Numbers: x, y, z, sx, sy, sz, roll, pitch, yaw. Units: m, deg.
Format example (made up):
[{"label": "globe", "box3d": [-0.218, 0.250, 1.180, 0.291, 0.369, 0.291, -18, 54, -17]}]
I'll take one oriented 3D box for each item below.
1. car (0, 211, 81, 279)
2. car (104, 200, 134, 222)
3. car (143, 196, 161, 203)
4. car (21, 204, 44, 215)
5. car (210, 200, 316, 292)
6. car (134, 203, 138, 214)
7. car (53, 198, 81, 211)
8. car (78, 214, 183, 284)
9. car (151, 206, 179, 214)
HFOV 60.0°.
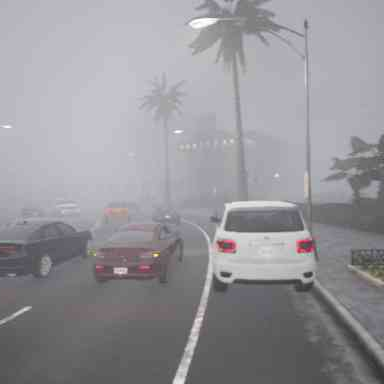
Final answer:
[{"label": "car", "box3d": [-4.817, 1.620, 10.601, 1.882, 1.535, 5.008, -1, 0, 5]}, {"label": "car", "box3d": [-6.625, 1.631, 29.267, 2.097, 1.767, 4.553, -1, 0, -16]}, {"label": "car", "box3d": [-11.719, 2.299, 92.847, 4.718, 1.301, 1.895, -1, 0, 33]}, {"label": "car", "box3d": [-17.565, 2.078, 36.669, 1.812, 1.442, 4.674, -1, 0, -33]}, {"label": "car", "box3d": [1.689, 1.242, 9.136, 2.150, 2.045, 5.566, -1, 0, 5]}, {"label": "car", "box3d": [-8.115, 1.873, 40.800, 1.837, 1.490, 4.892, 0, -1, -30]}, {"label": "car", "box3d": [-14.633, 1.779, 38.574, 2.150, 2.045, 5.566, -1, 0, -33]}, {"label": "car", "box3d": [-1.375, 1.605, 9.728, 1.812, 1.442, 4.674, -1, 0, 5]}, {"label": "car", "box3d": [-2.087, 1.743, 25.384, 1.994, 1.385, 4.181, -1, 0, -10]}]
